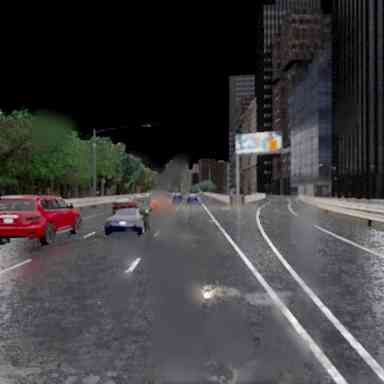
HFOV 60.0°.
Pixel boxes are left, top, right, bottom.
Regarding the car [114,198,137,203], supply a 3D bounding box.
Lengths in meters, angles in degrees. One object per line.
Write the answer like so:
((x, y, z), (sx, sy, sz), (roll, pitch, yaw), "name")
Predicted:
((-6.910, 1.343, 34.649), (1.882, 1.535, 5.008), (0, 0, 0), "car")

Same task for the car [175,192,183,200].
((-3.516, 1.036, 81.460), (1.882, 1.535, 5.008), (0, 0, 0), "car")

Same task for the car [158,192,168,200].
((-7.017, 0.911, 81.845), (2.097, 1.767, 4.553), (0, 0, 0), "car")

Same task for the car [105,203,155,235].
((-3.405, 1.500, 18.363), (1.994, 1.385, 4.181), (0, 0, 0), "car")

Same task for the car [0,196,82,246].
((-6.904, 1.169, 15.232), (2.150, 2.045, 5.566), (0, 0, 0), "car")

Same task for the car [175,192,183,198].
((-3.519, 0.859, 91.880), (2.128, 1.511, 4.902), (0, 0, 0), "car")

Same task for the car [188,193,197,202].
((0.098, 1.149, 65.750), (1.882, 1.535, 5.008), (0, 0, 0), "car")

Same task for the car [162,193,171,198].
((-7.019, 0.874, 91.879), (2.033, 1.411, 5.357), (0, 0, 0), "car")

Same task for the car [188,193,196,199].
((-0.018, 1.057, 86.892), (2.128, 1.511, 4.902), (0, 0, 0), "car")

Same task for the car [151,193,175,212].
((-3.408, 1.205, 37.090), (2.097, 1.767, 4.553), (0, 0, 0), "car")
